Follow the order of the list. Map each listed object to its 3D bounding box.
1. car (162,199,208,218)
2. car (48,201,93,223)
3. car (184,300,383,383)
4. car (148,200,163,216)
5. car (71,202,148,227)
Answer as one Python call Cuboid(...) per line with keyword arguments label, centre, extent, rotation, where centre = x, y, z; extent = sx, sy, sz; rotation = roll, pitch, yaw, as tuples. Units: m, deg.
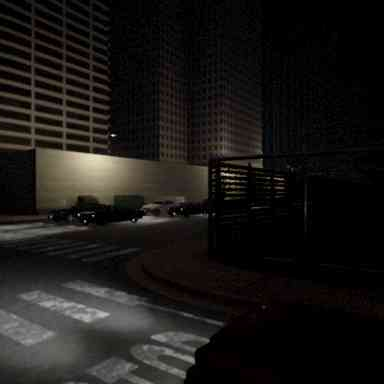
Cuboid(label="car", centre=(-0.223, 1.562, 30.459), extent=(1.895, 1.301, 4.718), rotation=(0, 0, 35))
Cuboid(label="car", centre=(-8.347, 1.456, 25.066), extent=(2.128, 1.511, 4.902), rotation=(0, 0, 35))
Cuboid(label="car", centre=(2.257, 1.600, 2.390), extent=(4.718, 1.301, 1.895), rotation=(0, 0, 37))
Cuboid(label="car", centre=(-2.978, 1.490, 32.599), extent=(1.812, 1.442, 4.674), rotation=(0, 0, 35))
Cuboid(label="car", centre=(-5.534, 1.562, 22.983), extent=(1.895, 1.301, 4.718), rotation=(0, 0, 35))
